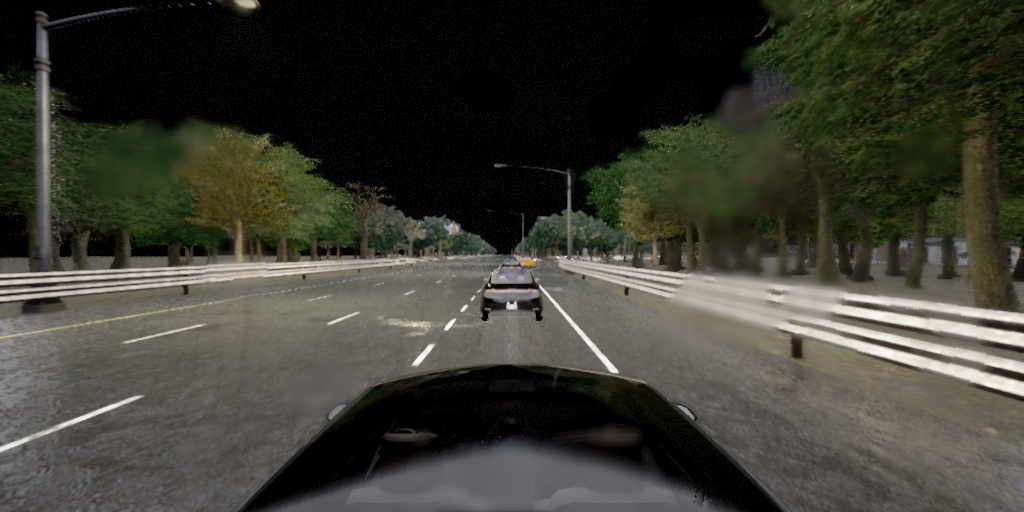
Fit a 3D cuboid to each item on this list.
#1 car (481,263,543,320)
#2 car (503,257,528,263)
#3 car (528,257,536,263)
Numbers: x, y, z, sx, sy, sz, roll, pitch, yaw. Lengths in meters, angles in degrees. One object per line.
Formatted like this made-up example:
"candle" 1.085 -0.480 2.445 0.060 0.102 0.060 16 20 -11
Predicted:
"car" -0.008 1.176 12.309 2.128 1.511 4.902 0 0 0
"car" -0.018 1.071 29.280 2.128 1.511 4.902 0 0 0
"car" 2.205 0.914 52.091 1.882 1.535 5.008 0 0 13
